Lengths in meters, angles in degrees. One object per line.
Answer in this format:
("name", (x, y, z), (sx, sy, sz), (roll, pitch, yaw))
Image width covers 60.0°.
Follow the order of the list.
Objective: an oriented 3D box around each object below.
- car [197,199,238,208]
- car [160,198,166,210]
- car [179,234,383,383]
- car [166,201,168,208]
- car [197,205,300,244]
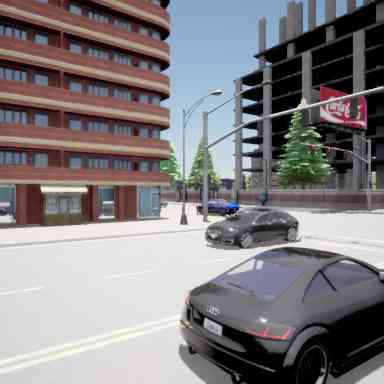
("car", (2.522, 1.600, 31.443), (1.895, 1.301, 4.718), (0, 0, -35))
("car", (-5.593, 1.563, 42.691), (1.994, 1.385, 4.181), (0, 0, -36))
("car", (1.880, 1.564, 5.103), (4.181, 1.385, 1.994), (0, 0, -35))
("car", (-5.281, 1.477, 48.235), (1.882, 1.535, 5.008), (0, 0, -36))
("car", (2.770, 1.504, 14.601), (4.892, 1.490, 1.837), (0, 1, -38))
